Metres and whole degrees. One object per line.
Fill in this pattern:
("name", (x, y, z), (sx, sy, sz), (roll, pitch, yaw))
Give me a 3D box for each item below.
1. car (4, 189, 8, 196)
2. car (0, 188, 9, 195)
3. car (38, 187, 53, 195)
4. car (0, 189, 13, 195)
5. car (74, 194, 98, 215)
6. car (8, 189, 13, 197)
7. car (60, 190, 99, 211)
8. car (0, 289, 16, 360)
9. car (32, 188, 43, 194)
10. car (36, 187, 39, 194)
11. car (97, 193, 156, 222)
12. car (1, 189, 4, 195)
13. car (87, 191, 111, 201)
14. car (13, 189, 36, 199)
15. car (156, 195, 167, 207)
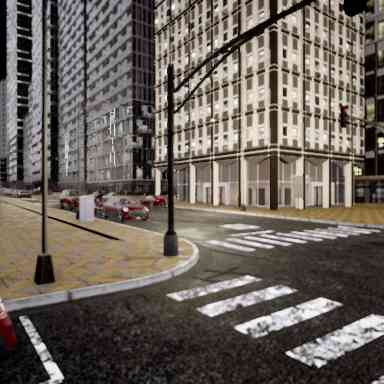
("car", (-33.791, 0.204, 63.067), (1.887, 1.381, 4.507), (1, 0, -36))
("car", (-43.557, -0.117, 76.642), (1.887, 1.381, 4.507), (1, 0, -36))
("car", (-33.546, -0.027, 77.076), (1.887, 1.381, 4.507), (1, 0, -36))
("car", (-40.302, 0.012, 72.117), (1.947, 1.339, 4.313), (1, 0, -36))
("car", (-7.750, 1.099, 26.868), (1.802, 1.307, 4.206), (1, 0, -36))
("car", (-30.535, 0.317, 58.542), (2.008, 1.369, 4.403), (1, 0, -36))
("car", (-10.998, 0.725, 31.392), (2.192, 1.841, 5.009), (1, 0, -36))
("car", (-4.269, 1.441, 3.512), (4.097, 1.590, 1.967), (0, 0, -36))
("car", (-40.059, -0.220, 86.130), (1.947, 1.339, 4.313), (1, 0, -36))
("car", (-36.797, -0.364, 81.602), (2.192, 1.841, 5.009), (1, 0, -36))
("car", (-4.491, 1.065, 22.343), (1.967, 1.590, 4.097), (1, 0, -36))
("car", (-37.046, 0.103, 67.592), (2.008, 1.369, 4.403), (1, 0, -36))
("car", (-14.008, 0.637, 49.918), (1.947, 1.339, 4.313), (1, 0, -36))
("car", (-27.280, 0.418, 54.017), (1.887, 1.381, 4.507), (1, 0, -36))
("car", (-4.239, 0.975, 36.337), (1.802, 1.307, 4.206), (1, 0, -36))
